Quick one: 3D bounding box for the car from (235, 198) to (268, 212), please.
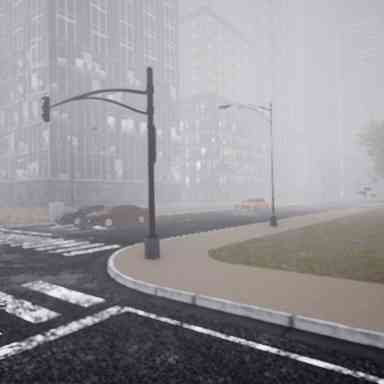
[{"bbox_3d":[7.690,1.524,41.387,2.097,1.767,4.553,-1,-1,37],"label":"car"}]

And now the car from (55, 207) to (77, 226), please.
[{"bbox_3d":[-8.165,1.716,25.869,1.837,1.490,4.892,-1,0,37],"label":"car"}]

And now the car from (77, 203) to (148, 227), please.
[{"bbox_3d":[-5.385,1.628,24.158,1.882,1.535,5.008,-1,0,37],"label":"car"}]
